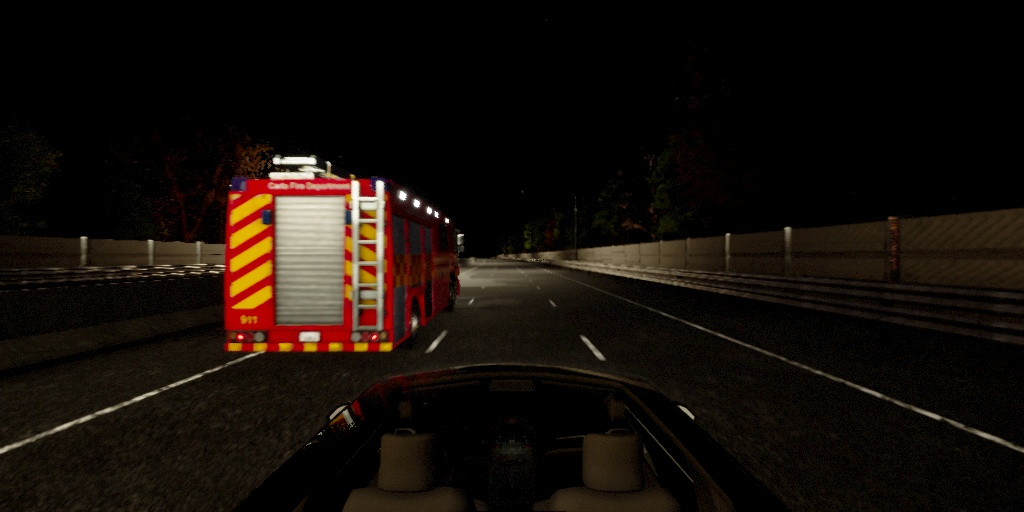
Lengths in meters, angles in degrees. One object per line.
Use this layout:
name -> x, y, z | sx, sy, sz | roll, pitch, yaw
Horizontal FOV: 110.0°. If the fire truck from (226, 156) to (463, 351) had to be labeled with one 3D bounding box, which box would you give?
fire truck -> -3.485, 0.102, 10.198 | 2.891, 3.827, 8.468 | 0, 0, 0
